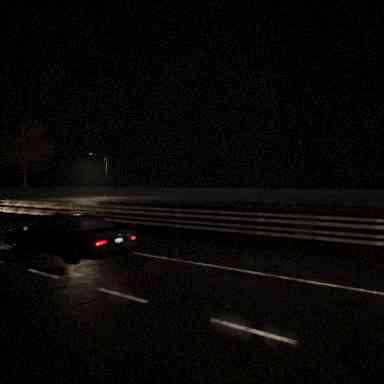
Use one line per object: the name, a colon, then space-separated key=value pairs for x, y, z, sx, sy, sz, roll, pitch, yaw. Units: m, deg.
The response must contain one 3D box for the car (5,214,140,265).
car: x=-4.198 y=1.449 z=11.276 sx=5.357 sy=1.411 sz=2.033 roll=1 pitch=0 yaw=35
